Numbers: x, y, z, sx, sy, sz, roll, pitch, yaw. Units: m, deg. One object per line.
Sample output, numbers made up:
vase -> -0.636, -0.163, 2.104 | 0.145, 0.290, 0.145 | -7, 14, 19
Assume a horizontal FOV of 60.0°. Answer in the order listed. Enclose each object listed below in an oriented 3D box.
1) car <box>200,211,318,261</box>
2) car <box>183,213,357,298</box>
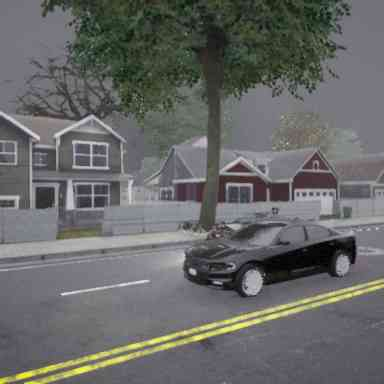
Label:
car -> 2.600, 1.519, 12.659 | 4.181, 1.385, 1.994 | 0, 0, -32
car -> 2.136, 1.446, 8.545 | 5.008, 1.535, 1.882 | 0, 0, -32
